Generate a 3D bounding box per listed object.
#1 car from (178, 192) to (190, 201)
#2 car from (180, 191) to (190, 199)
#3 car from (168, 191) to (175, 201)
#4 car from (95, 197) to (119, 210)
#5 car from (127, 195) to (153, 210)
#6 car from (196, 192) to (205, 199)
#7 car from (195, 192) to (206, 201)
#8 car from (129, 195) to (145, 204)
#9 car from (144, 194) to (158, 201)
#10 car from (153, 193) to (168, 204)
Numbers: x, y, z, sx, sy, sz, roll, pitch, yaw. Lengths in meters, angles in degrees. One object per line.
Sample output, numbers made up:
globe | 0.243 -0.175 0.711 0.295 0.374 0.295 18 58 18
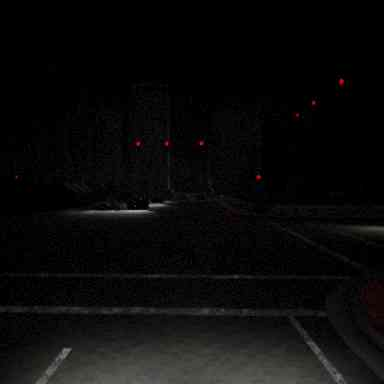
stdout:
car | -1.754 1.121 67.767 1.994 1.385 4.181 0 0 1
car | -1.543 0.685 76.325 2.097 1.767 4.553 0 0 1
car | -5.203 1.056 69.878 2.128 1.511 4.902 0 0 1
car | -9.587 1.280 37.800 1.812 1.442 4.674 0 1 1
car | -6.083 1.316 37.883 1.994 1.385 4.181 0 0 1
car | 1.956 0.855 76.270 2.128 1.511 4.902 0 0 1
car | 1.729 1.067 67.054 1.837 1.490 4.892 0 0 1
car | -9.116 1.165 55.383 1.812 1.442 4.674 0 0 2
car | -8.682 1.064 70.764 2.033 1.411 5.357 0 0 1
car | -5.641 1.245 54.629 1.895 1.301 4.718 0 0 2
